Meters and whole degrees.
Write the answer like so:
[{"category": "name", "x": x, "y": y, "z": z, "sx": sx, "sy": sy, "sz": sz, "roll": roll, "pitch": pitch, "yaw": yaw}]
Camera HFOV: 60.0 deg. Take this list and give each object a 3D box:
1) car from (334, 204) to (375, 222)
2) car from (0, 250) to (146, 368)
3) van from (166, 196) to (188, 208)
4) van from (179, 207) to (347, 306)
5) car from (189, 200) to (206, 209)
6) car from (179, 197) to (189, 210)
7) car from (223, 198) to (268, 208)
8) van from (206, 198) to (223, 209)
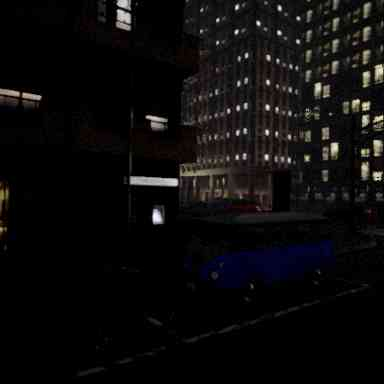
[{"category": "car", "x": 13.931, "y": 1.758, "z": 29.761, "sx": 1.967, "sy": 1.590, "sz": 4.097, "roll": 2, "pitch": -1, "yaw": -35}, {"category": "car", "x": -2.719, "y": 1.569, "z": 4.563, "sx": 4.313, "sy": 1.339, "sz": 1.947, "roll": 1, "pitch": 1, "yaw": -35}, {"category": "van", "x": -2.414, "y": 1.622, "z": 52.794, "sx": 1.690, "sy": 1.788, "sz": 3.998, "roll": 2, "pitch": -1, "yaw": -35}, {"category": "van", "x": 1.698, "y": 1.395, "z": 7.916, "sx": 3.998, "sy": 1.788, "sz": 1.690, "roll": 1, "pitch": 1, "yaw": -35}, {"category": "car", "x": 0.850, "y": 1.838, "z": 48.184, "sx": 2.008, "sy": 1.369, "sz": 4.403, "roll": 2, "pitch": -1, "yaw": -35}, {"category": "car", "x": -2.712, "y": 1.608, "z": 38.730, "sx": 2.008, "sy": 1.369, "sz": 4.403, "roll": 2, "pitch": -1, "yaw": -35}, {"category": "car", "x": 5.461, "y": 1.498, "z": 31.699, "sx": 2.097, "sy": 1.767, "sz": 4.553, "roll": 2, "pitch": -1, "yaw": -35}, {"category": "van", "x": 4.125, "y": 1.636, "z": 43.581, "sx": 1.690, "sy": 1.788, "sz": 3.998, "roll": 2, "pitch": -1, "yaw": -35}]
